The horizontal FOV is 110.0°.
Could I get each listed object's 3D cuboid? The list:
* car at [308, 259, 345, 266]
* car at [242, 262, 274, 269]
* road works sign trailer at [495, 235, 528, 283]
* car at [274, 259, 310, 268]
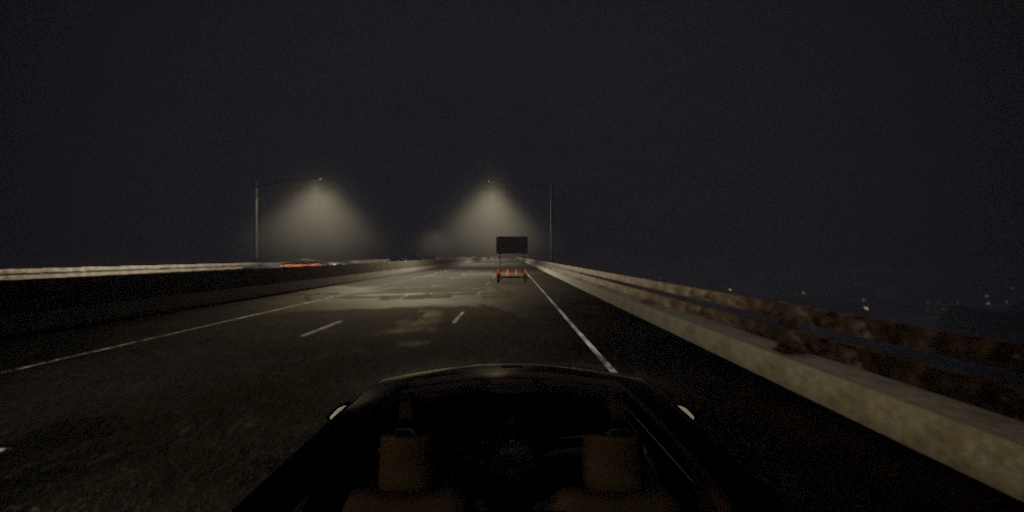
[{"bbox_3d":[-17.565,1.300,35.716,2.033,1.411,5.357,0,0,0],"label":"car"},{"bbox_3d":[-24.556,1.300,35.745,2.033,1.411,5.357,0,0,1],"label":"car"},{"bbox_3d":[0.000,0.219,27.525,2.380,3.560,2.880,0,0,0],"label":"road works sign trailer"},{"bbox_3d":[-21.060,1.105,35.972,2.097,1.767,4.553,0,0,0],"label":"car"}]
